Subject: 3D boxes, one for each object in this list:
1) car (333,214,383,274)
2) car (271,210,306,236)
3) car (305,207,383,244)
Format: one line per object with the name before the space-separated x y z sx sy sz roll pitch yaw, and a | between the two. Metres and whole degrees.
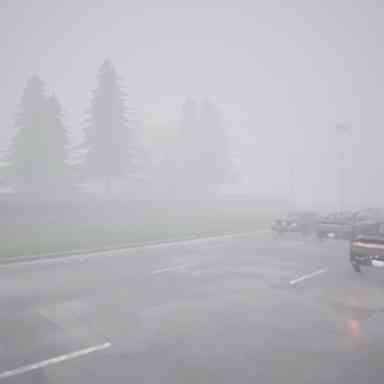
car | 6.450 1.612 10.036 4.902 1.511 2.128 1 -1 -43
car | 6.843 1.813 20.125 2.033 1.411 5.357 -1 -1 45
car | 7.814 1.697 16.236 4.902 1.511 2.128 0 -1 -44
